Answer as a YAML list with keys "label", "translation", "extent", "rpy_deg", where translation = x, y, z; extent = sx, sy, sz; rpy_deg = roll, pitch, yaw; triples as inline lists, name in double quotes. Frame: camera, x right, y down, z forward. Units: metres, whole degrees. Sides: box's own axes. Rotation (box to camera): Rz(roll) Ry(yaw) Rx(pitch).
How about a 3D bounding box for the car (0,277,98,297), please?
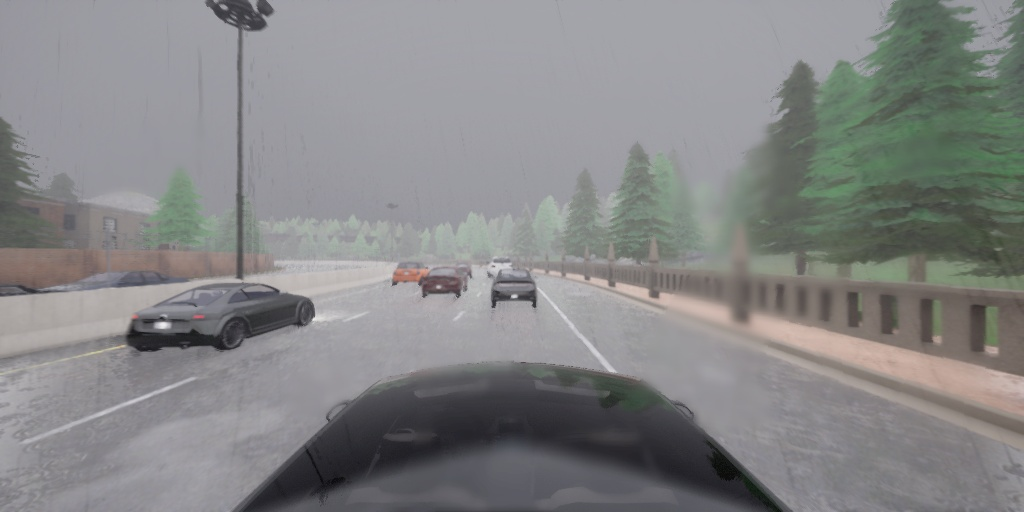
- label: "car"
  translation: [-14.112, 1.397, 8.974]
  extent: [1.895, 1.301, 4.718]
  rpy_deg: [0, 0, 0]

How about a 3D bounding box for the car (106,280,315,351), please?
- label: "car"
  translation: [-6.907, 1.351, 9.099]
  extent: [1.994, 1.385, 4.181]
  rpy_deg: [0, 0, 0]

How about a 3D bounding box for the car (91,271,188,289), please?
- label: "car"
  translation: [-17.643, 1.376, 16.301]
  extent: [2.033, 1.411, 5.357]
  rpy_deg: [0, 0, 0]

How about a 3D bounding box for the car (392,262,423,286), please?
- label: "car"
  translation: [-7.359, 1.205, 26.699]
  extent: [2.097, 1.767, 4.553]
  rpy_deg: [0, 0, -4]

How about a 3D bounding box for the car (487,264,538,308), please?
- label: "car"
  translation: [0.078, 1.294, 15.634]
  extent: [2.128, 1.511, 4.902]
  rpy_deg: [0, 0, 0]

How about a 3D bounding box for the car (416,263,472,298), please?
- label: "car"
  translation: [-3.488, 1.298, 19.277]
  extent: [1.882, 1.535, 5.008]
  rpy_deg: [0, 0, -1]

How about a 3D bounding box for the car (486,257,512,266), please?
- label: "car"
  translation: [-1.239, 1.096, 34.761]
  extent: [2.150, 2.045, 5.566]
  rpy_deg: [0, 0, -8]
